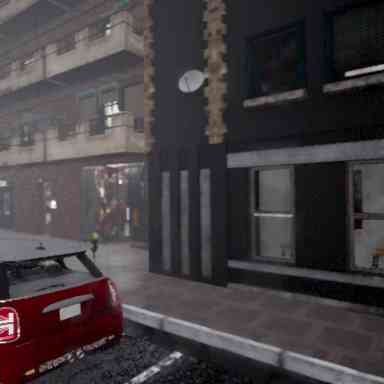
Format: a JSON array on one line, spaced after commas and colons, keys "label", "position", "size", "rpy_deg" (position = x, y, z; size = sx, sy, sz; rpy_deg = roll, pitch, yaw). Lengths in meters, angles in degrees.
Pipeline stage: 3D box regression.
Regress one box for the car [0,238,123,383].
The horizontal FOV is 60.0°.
[{"label": "car", "position": [-3.009, 1.420, 5.031], "size": [4.097, 1.590, 1.967], "rpy_deg": [0, -1, 35]}]
